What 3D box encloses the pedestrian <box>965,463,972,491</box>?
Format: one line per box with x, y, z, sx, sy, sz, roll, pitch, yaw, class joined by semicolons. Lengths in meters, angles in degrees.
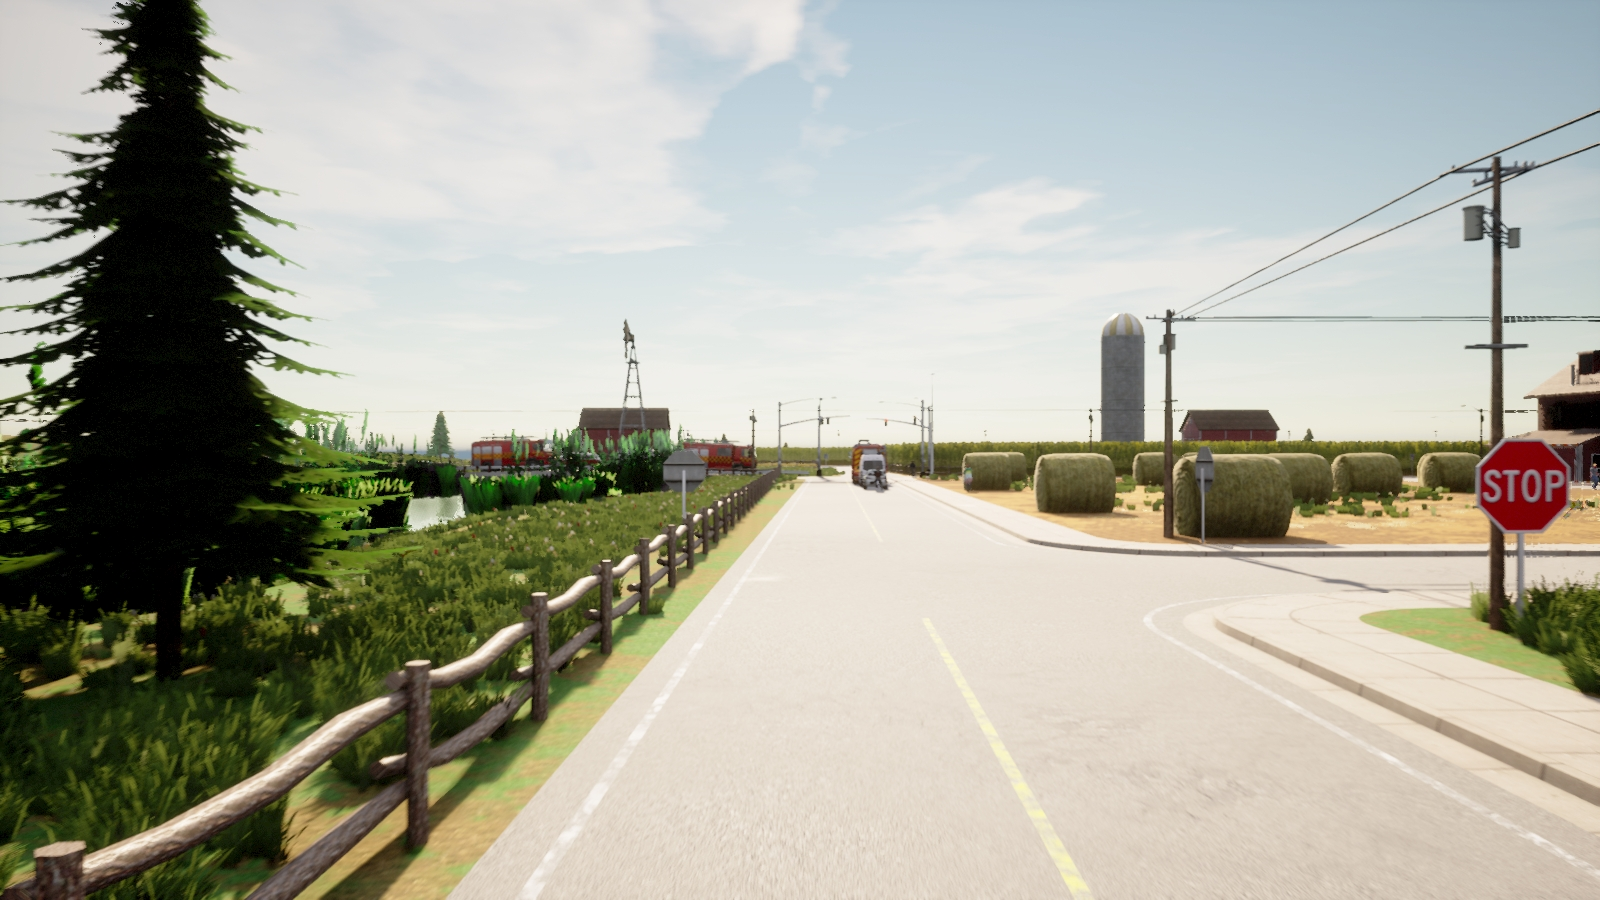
10.999;1.770;74.730;0.375;1.860;0.375;0;0;-2;pedestrian
